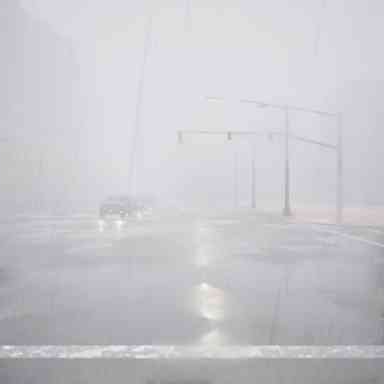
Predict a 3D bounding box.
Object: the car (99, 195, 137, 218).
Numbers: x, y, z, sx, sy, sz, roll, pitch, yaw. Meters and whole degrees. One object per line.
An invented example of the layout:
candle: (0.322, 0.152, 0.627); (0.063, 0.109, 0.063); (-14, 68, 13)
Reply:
car: (-6.996, 1.281, 31.167); (2.150, 2.045, 5.566); (0, 0, 0)

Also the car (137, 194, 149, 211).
car: (-6.969, 1.430, 41.184); (2.097, 1.767, 4.553); (0, 0, 0)

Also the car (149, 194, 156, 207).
car: (-6.929, 1.319, 52.406); (2.150, 2.045, 5.566); (0, 0, 0)
